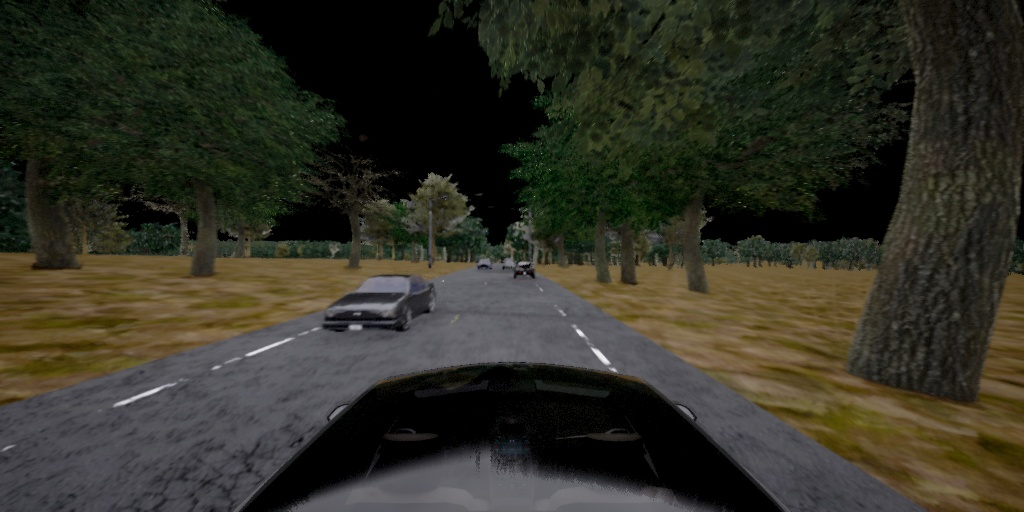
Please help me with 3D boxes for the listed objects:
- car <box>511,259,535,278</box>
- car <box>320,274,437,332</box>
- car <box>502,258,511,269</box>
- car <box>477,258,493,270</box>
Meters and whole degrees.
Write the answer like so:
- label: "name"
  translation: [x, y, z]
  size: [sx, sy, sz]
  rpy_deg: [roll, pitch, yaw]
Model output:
- label: "car"
  translation: [1.055, 1.207, 32.560]
  size: [1.837, 1.490, 4.892]
  rpy_deg: [0, 0, -1]
- label: "car"
  translation: [-3.615, 1.260, 10.947]
  size: [2.033, 1.411, 5.357]
  rpy_deg: [0, 0, 0]
- label: "car"
  translation: [-0.468, 1.317, 55.012]
  size: [1.994, 1.385, 4.181]
  rpy_deg: [0, 0, 0]
- label: "car"
  translation: [-4.005, 1.103, 53.023]
  size: [2.097, 1.767, 4.553]
  rpy_deg: [0, 0, 0]
